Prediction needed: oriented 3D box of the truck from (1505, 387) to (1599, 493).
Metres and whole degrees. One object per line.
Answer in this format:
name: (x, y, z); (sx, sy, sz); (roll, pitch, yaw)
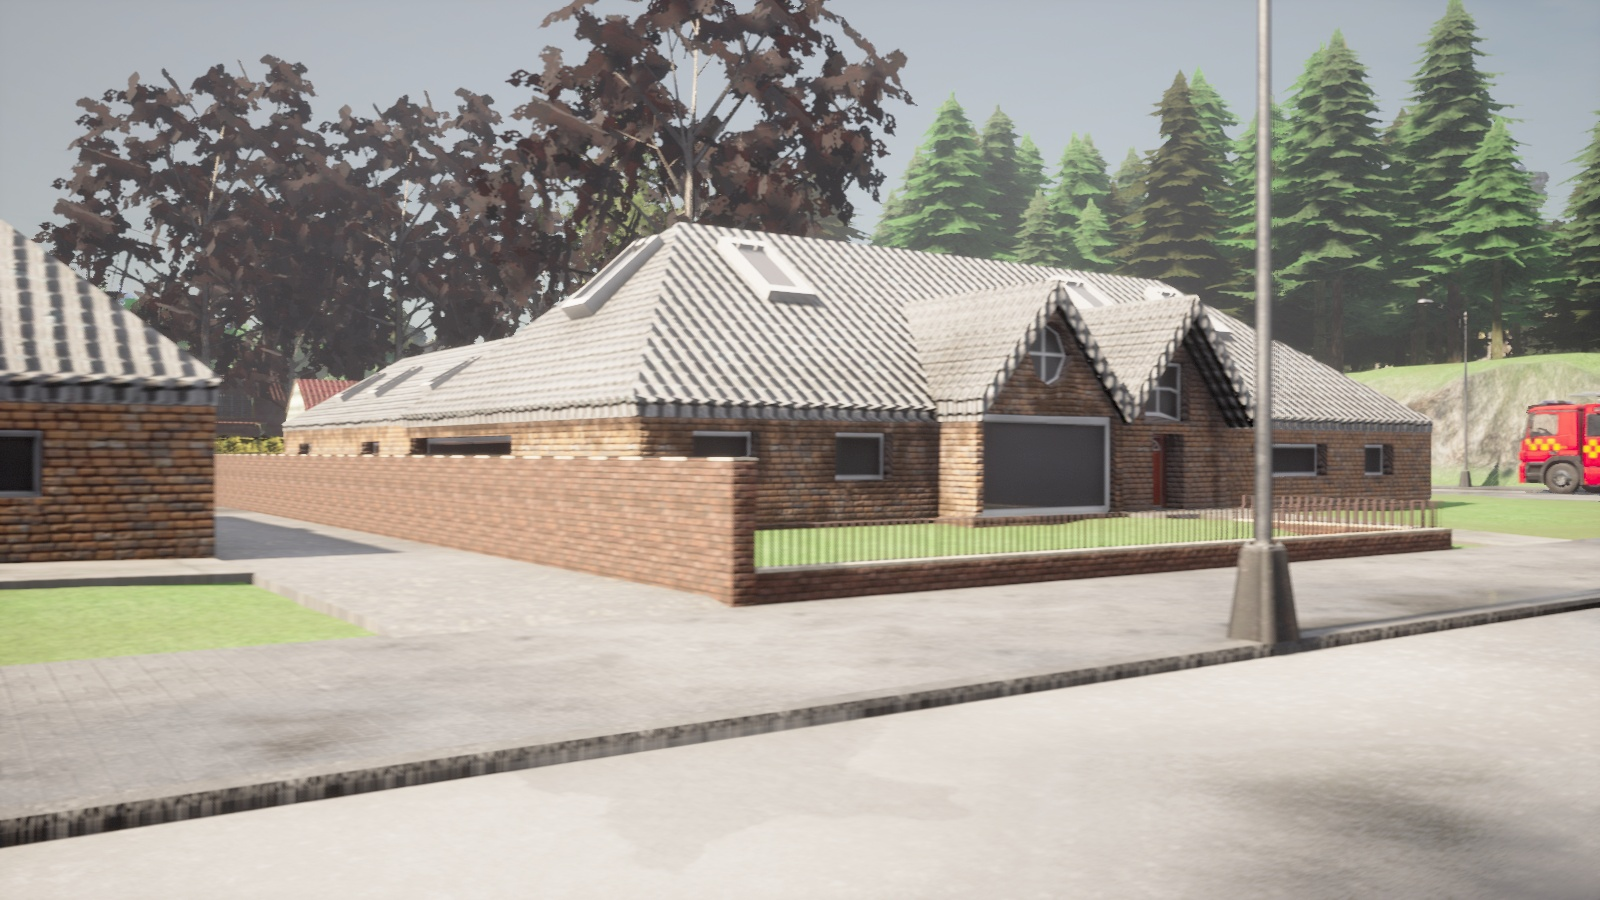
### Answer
truck: (30.632, -0.373, 45.549); (2.891, 3.827, 8.468); (0, 0, -32)
